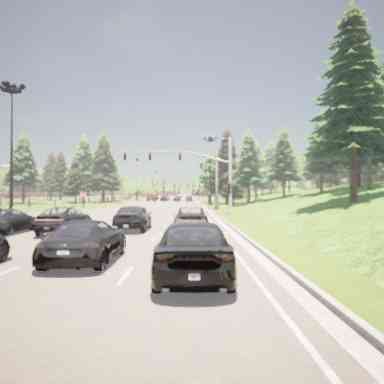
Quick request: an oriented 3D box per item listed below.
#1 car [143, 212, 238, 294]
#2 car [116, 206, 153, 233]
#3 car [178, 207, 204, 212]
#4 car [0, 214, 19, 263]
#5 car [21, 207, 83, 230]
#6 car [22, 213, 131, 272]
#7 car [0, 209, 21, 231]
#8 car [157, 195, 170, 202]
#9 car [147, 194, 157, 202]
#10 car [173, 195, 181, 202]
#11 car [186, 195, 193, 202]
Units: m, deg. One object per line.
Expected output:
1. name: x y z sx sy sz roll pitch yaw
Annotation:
1. car: 0.029 1.516 8.968 1.882 1.535 5.008 0 0 0
2. car: -3.566 1.591 20.233 1.837 1.490 4.892 0 0 -1
3. car: -0.054 1.570 18.460 2.128 1.511 4.902 0 0 0
4. car: -6.986 1.566 9.226 1.812 1.442 4.674 0 0 -1
5. car: -7.055 1.571 18.491 2.128 1.511 4.902 0 0 0
6. car: -3.492 1.611 10.984 1.994 1.385 4.181 0 0 0
7. car: -10.558 1.645 18.963 1.994 1.385 4.181 0 0 0
8. car: -7.767 1.883 92.334 1.837 1.490 4.892 0 0 0
9. car: -11.267 1.609 92.336 2.150 2.045 5.566 0 0 0
10. car: -4.267 1.908 92.363 2.128 1.511 4.902 0 0 0
11. car: -0.771 1.938 92.809 1.994 1.385 4.181 0 0 0
